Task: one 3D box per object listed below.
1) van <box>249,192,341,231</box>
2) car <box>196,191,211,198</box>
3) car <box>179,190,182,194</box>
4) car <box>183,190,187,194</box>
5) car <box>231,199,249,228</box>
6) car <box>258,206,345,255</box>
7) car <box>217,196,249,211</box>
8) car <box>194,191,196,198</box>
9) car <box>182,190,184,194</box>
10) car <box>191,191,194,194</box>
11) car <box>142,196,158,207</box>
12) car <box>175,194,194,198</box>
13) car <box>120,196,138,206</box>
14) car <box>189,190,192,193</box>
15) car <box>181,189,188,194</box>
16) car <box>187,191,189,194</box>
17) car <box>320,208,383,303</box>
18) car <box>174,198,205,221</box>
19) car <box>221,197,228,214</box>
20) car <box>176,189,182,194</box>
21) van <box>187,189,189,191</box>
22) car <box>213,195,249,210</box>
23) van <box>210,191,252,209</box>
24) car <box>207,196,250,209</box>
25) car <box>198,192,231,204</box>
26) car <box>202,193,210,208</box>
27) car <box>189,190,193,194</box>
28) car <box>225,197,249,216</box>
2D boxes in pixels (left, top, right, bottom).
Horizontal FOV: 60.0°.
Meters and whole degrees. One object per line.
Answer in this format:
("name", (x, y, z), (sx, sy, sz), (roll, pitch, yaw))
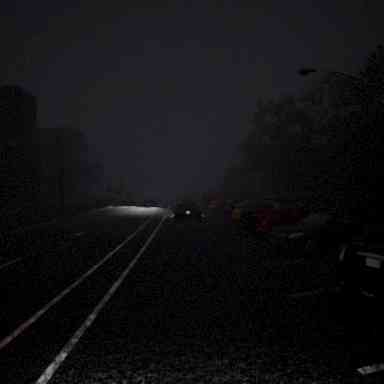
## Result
("van", (5.255, 1.158, 15.714), (4.442, 1.987, 1.878), (1, 0, -21))
("car", (3.974, 0.856, 45.323), (5.566, 2.045, 2.435), (1, 0, -24))
("car", (-0.082, 0.817, 89.688), (5.008, 1.535, 2.097), (0, 0, -27))
("car", (1.262, 0.882, 77.874), (5.008, 1.535, 2.097), (1, 1, -26))
("car", (5.073, 1.358, 18.640), (5.008, 1.535, 2.097), (1, 0, -22))
("car", (5.201, 1.445, 12.697), (4.674, 1.452, 2.002), (1, 1, -21))
("car", (4.785, 1.315, 27.524), (4.674, 1.452, 2.002), (0, 1, -22))
("car", (3.364, 1.035, 54.200), (4.892, 1.521, 2.231), (1, 1, -24))
("car", (0.931, 0.865, 80.833), (5.008, 1.535, 2.097), (1, 0, -26))
("car", (2.871, 1.020, 60.115), (4.792, 1.488, 2.163), (1, 1, -25))
("car", (-5.559, 1.242, 43.925), (1.895, 1.301, 4.718), (0, 0, -3))
("car", (-1.122, 1.252, 42.249), (1.895, 1.301, 4.718), (0, 1, -3))
("car", (-8.409, 1.203, 44.610), (1.994, 1.385, 4.181), (0, 0, -3))
("car", (2.368, 0.825, 66.040), (4.553, 1.767, 2.185), (1, 0, -25))
("car", (0.302, 0.708, 86.745), (4.553, 1.767, 2.185), (0, 1, -27))
("car", (2.138, 0.932, 69.005), (5.008, 1.535, 2.097), (1, 1, -25))
("car", (5.245, 1.321, 6.746), (4.553, 1.767, 2.185), (1, 0, -21))
("car", (-0.348, 1.378, 25.150), (1.994, 1.385, 4.181), (0, 0, -2))
("car", (4.901, 1.344, 24.579), (4.674, 1.452, 2.002), (1, 0, -22))
("car", (-0.786, 0.510, 95.604), (5.566, 2.045, 2.435), (0, 1, -28))
("van", (1.956, 0.690, 72.021), (4.442, 1.987, 1.878), (1, 0, -26))
("car", (4.691, 1.286, 30.477), (4.674, 1.452, 2.002), (1, 0, -23))
("van", (4.464, 0.989, 33.393), (4.442, 1.987, 1.878), (1, 1, -23))
("car", (4.282, 1.200, 39.378), (4.674, 1.452, 2.002), (1, 1, -23))
("car", (3.533, 0.931, 51.230), (4.553, 1.767, 2.185), (1, 0, -24))
("car", (4.259, 1.182, 36.337), (5.366, 1.575, 1.946), (1, 1, -23))
("car", (2.649, 0.970, 63.090), (5.008, 1.535, 2.097), (1, 0, -25))
("car", (5.175, 1.331, 21.678), (5.366, 1.575, 1.946), (1, 0, -22))
